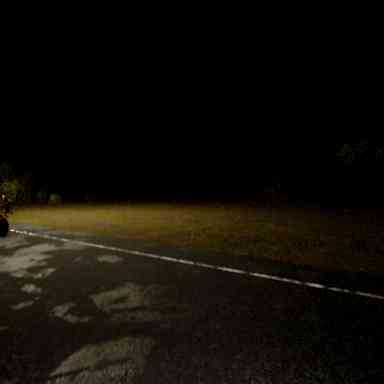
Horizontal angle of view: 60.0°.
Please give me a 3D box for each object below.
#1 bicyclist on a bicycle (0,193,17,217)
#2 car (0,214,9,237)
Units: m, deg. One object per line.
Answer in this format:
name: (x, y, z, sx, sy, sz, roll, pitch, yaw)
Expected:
bicyclist on a bicycle: (-12.134, 0.884, 21.443, 0.582, 1.620, 1.656, 1, 2, 38)
car: (-9.573, 1.212, 14.242, 4.181, 1.385, 1.994, 1, 3, 40)
